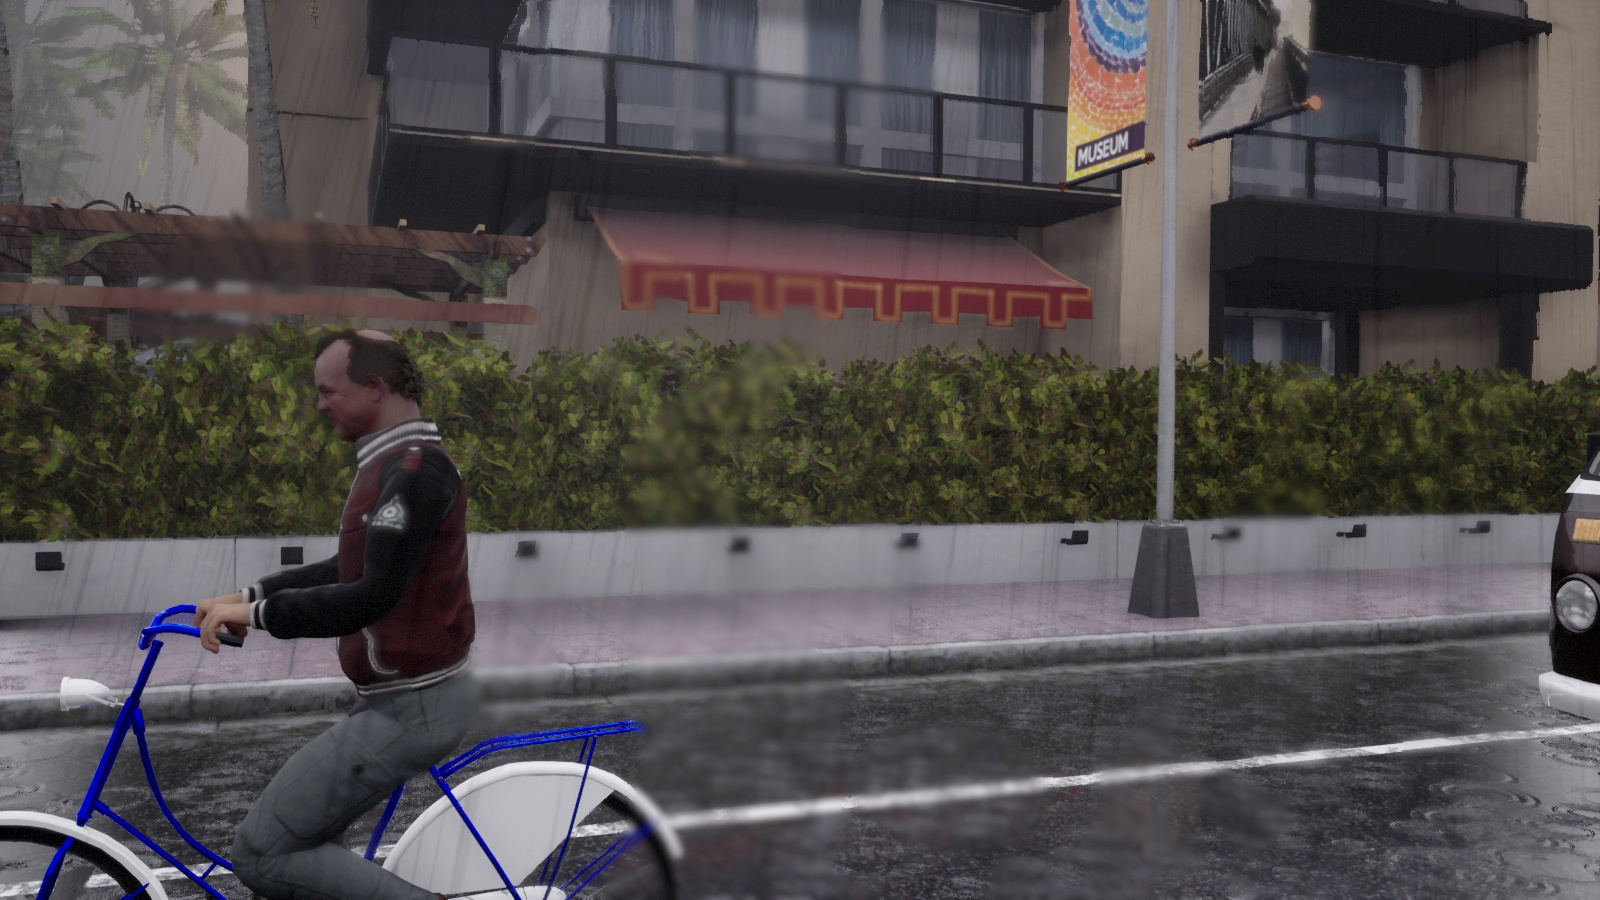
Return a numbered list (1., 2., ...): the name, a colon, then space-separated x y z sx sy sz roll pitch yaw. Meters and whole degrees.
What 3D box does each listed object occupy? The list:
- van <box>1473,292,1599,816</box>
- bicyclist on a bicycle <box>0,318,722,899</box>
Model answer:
1. van: 5.368 0.378 5.225 4.480 2.038 2.069 -1 1 -20
2. bicyclist on a bicycle: -1.157 0.636 2.793 1.843 1.776 0.659 -1 1 -21
